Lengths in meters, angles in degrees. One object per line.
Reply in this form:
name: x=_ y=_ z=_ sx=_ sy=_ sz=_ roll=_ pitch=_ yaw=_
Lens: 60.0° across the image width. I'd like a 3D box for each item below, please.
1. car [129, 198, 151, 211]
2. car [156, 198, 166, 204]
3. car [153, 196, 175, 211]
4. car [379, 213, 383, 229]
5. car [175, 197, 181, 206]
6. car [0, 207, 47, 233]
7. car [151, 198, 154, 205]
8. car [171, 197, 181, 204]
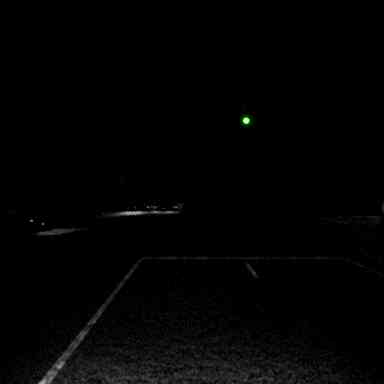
car: x=-7.094 y=1.701 z=43.705 sx=2.128 sy=1.511 sz=4.902 roll=0 pitch=0 yaw=-2
car: x=-6.977 y=1.951 z=74.738 sx=1.895 sy=1.301 sz=4.718 roll=0 pitch=0 yaw=0
car: x=-3.585 y=1.712 z=43.770 sx=1.837 sy=1.490 sz=4.892 roll=0 pitch=1 yaw=0
car: x=13.187 y=1.441 z=18.610 sx=4.553 sy=1.767 sz=2.097 roll=0 pitch=0 yaw=3
car: x=-3.557 y=1.637 z=59.058 sx=2.097 sy=1.767 sz=4.553 roll=0 pitch=0 yaw=0
car: x=-11.214 y=1.631 z=19.998 sx=4.674 sy=1.442 sz=1.812 roll=0 pitch=0 yaw=3
car: x=-7.053 y=1.766 z=59.498 sx=1.882 sy=1.535 sz=5.008 roll=0 pitch=0 yaw=0
car: x=-3.478 y=1.907 z=73.976 sx=1.994 sy=1.385 sz=4.181 roll=0 pitch=0 yaw=0
